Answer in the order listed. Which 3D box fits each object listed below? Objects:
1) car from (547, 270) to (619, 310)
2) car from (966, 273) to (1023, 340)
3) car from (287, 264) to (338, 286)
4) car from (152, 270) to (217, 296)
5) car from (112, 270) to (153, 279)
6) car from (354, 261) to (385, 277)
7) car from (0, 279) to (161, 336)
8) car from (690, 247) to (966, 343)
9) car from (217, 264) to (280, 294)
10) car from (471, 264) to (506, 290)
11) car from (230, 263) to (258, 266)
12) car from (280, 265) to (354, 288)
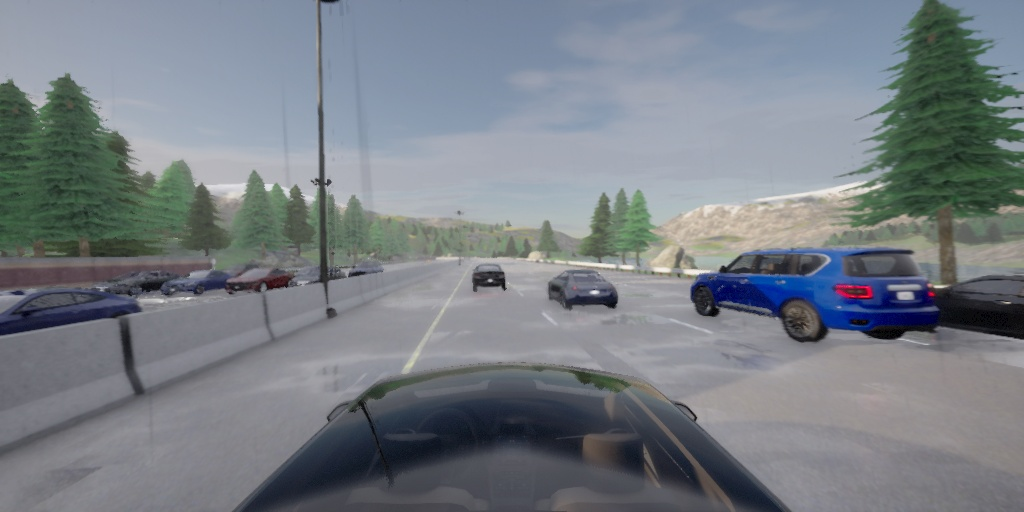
[{"bbox_3d":[2.693,1.238,14.495,1.994,1.385,4.181,-1,0,-5],"label":"car"},{"bbox_3d":[10.431,1.071,7.334,1.812,1.442,4.674,-1,0,-4],"label":"car"},{"bbox_3d":[-16.528,1.502,30.050,1.837,1.490,4.892,-1,0,-5],"label":"car"},{"bbox_3d":[-19.266,1.618,22.428,1.812,1.442,4.674,-1,0,-6],"label":"car"},{"bbox_3d":[-22.750,1.645,22.090,2.128,1.511,4.902,-1,0,-6],"label":"car"},{"bbox_3d":[-13.279,1.284,33.021,2.097,1.767,4.553,-1,0,-5],"label":"car"},{"bbox_3d":[-10.961,1.466,7.971,1.812,1.442,4.674,-1,0,-4],"label":"car"},{"bbox_3d":[7.075,0.826,9.351,2.150,2.045,5.566,0,0,-6],"label":"car"},{"bbox_3d":[-15.784,1.505,22.767,1.882,1.535,5.008,-1,0,-6],"label":"car"},{"bbox_3d":[-1.484,1.213,22.348,1.882,1.535,5.008,-1,0,-6],"label":"car"},{"bbox_3d":[-23.658,1.482,31.205,2.097,1.767,4.553,-1,0,-5],"label":"car"},{"bbox_3d":[-12.301,1.449,23.106,2.128,1.511,4.902,-1,0,-6],"label":"car"}]
